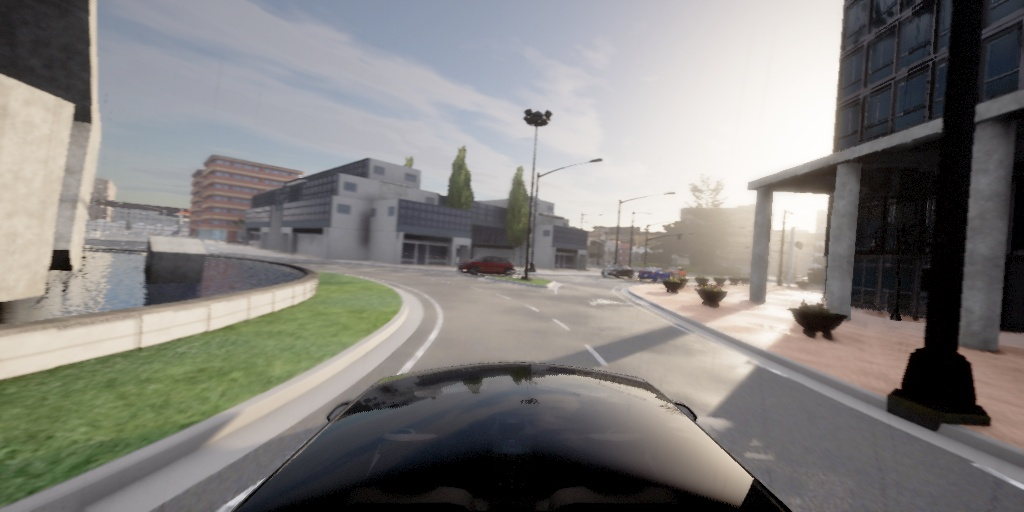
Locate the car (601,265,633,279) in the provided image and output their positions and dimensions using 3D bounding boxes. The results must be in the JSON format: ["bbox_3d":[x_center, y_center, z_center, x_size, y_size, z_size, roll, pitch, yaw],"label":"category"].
[{"bbox_3d":[11.767,1.725,39.956,2.128,1.511,4.902,4,1,45],"label":"car"}]

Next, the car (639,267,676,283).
[{"bbox_3d":[15.346,1.973,38.344,1.882,1.535,5.008,4,1,44],"label":"car"}]

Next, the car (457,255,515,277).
[{"bbox_3d":[-2.080,0.719,29.113,4.553,1.767,2.097,4,0,-26],"label":"car"}]

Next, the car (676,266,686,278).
[{"bbox_3d":[23.671,2.358,52.186,2.097,1.767,4.553,4,1,44],"label":"car"}]
